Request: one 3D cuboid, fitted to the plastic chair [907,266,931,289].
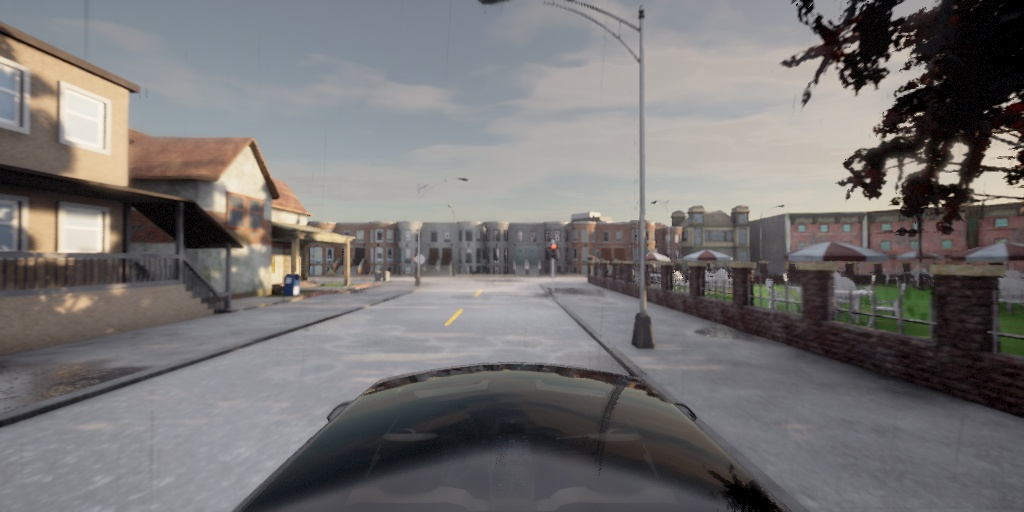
[{"bbox_3d":[27.254,1.507,24.012,0.730,1.272,0.750,0,0,-32],"label":"plastic chair"}]

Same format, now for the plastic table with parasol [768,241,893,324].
[{"bbox_3d":[9.974,0.787,11.246,2.482,2.480,2.482,0,0,-40],"label":"plastic table with parasol"}]

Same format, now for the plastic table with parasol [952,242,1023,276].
[{"bbox_3d":[17.940,0.741,12.926,2.482,2.480,2.482,0,0,-39],"label":"plastic table with parasol"}]

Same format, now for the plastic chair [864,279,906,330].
[{"bbox_3d":[10.707,1.402,10.249,0.750,1.272,0.730,0,0,-40],"label":"plastic chair"}]

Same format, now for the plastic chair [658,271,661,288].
[{"bbox_3d":[10.420,1.577,23.918,0.750,1.272,0.730,0,0,-40],"label":"plastic chair"}]

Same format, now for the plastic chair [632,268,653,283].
[{"bbox_3d":[8.714,1.579,24.015,0.730,1.272,0.750,0,0,-35],"label":"plastic chair"}]

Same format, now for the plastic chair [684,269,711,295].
[{"bbox_3d":[9.713,1.492,18.786,0.730,1.272,0.750,0,0,-35],"label":"plastic chair"}]

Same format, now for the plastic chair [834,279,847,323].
[{"bbox_3d":[9.000,1.409,10.346,0.730,1.272,0.750,0,0,-35],"label":"plastic chair"}]

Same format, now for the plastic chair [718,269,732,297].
[{"bbox_3d":[11.419,1.485,18.689,0.750,1.272,0.730,0,0,-40],"label":"plastic chair"}]

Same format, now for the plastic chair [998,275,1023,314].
[{"bbox_3d":[16.947,1.400,12.082,0.730,1.272,0.750,0,0,-34],"label":"plastic chair"}]

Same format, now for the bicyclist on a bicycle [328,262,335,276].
[{"bbox_3d":[-21.788,1.546,43.305,0.582,1.620,1.656,0,0,0],"label":"bicyclist on a bicycle"}]

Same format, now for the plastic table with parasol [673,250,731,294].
[{"bbox_3d":[10.686,0.898,19.687,2.482,2.480,2.482,0,0,-40],"label":"plastic table with parasol"}]

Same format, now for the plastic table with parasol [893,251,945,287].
[{"bbox_3d":[28.267,0.881,24.958,2.482,2.480,2.482,0,0,-38],"label":"plastic table with parasol"}]

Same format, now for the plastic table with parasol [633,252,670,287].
[{"bbox_3d":[9.688,0.985,24.917,2.482,2.480,2.482,0,0,-40],"label":"plastic table with parasol"}]

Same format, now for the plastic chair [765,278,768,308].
[{"bbox_3d":[9.220,1.403,12.272,0.750,1.272,0.730,0,0,-39],"label":"plastic chair"}]
